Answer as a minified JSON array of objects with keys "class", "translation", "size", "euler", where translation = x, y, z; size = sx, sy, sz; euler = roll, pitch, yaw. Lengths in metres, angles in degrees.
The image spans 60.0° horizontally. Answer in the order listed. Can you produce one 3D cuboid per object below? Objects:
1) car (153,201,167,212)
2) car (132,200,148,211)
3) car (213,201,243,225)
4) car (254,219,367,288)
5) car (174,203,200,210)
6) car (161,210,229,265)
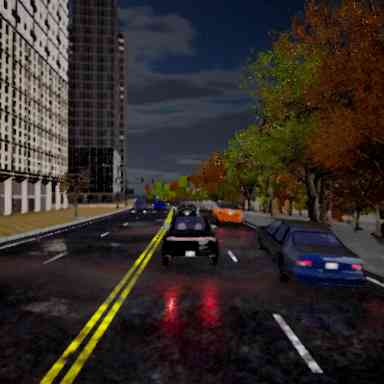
[{"class":"car","translation":[-4.813,2.120,50.580],"size":[1.882,1.535,5.008],"euler":[0,-1,-3]},{"class":"car","translation":[-8.167,2.019,52.498],"size":[2.097,1.767,4.553],"euler":[0,-1,-3]},{"class":"car","translation":[2.897,1.532,27.239],"size":[2.097,1.767,4.553],"euler":[6,3,-1]},{"class":"car","translation":[3.250,1.569,10.170],"size":[2.033,1.411,5.357],"euler":[4,4,1]},{"class":"car","translation":[-0.415,1.696,27.246],"size":[2.097,1.767,4.553],"euler":[0,-1,-1]},{"class":"car","translation":[-0.069,1.648,12.301],"size":[2.128,1.511,4.902],"euler":[0,-1,0]}]
